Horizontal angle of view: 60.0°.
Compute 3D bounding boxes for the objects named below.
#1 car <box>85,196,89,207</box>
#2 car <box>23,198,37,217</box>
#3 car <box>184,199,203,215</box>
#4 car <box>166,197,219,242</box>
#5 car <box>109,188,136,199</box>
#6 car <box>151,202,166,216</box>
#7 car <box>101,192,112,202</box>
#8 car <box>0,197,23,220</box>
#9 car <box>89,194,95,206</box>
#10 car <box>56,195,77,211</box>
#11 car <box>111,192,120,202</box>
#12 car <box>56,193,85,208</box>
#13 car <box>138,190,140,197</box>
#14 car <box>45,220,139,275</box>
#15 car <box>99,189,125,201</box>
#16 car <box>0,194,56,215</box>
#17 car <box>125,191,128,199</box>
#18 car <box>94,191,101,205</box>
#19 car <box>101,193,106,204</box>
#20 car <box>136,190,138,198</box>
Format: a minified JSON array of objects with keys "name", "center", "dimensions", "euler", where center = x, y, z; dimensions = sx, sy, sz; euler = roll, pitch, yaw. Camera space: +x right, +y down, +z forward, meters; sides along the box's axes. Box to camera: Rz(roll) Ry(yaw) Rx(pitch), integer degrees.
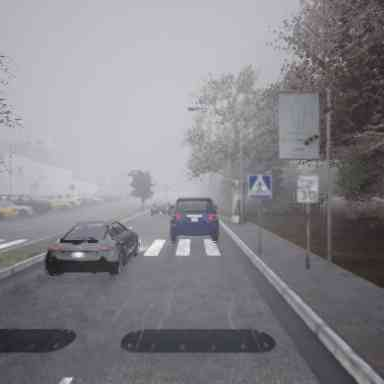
[{"name":"car","center":[-16.842,1.452,44.966],"dimensions":[4.792,1.488,2.163],"euler":[-1,1,-20]},{"name":"car","center":[-16.833,1.548,29.965],"dimensions":[4.674,1.452,2.002],"euler":[-1,0,-20]},{"name":"car","center":[0.109,1.509,34.627],"dimensions":[1.837,1.490,4.892],"euler":[0,0,0]},{"name":"car","center":[0.105,1.236,16.473],"dimensions":[2.150,2.045,5.566],"euler":[0,0,0]},{"name":"car","center":[-16.814,0.728,77.974],"dimensions":[5.566,2.045,2.435],"euler":[-1,1,-20]},{"name":"car","center":[-2.897,1.611,32.971],"dimensions":[1.895,1.301,4.718],"euler":[0,0,0]},{"name":"car","center":[-16.798,1.269,56.990],"dimensions":[5.008,1.535,2.097],"euler":[-1,1,-20]},{"name":"car","center":[-17.004,1.511,26.892],"dimensions":[5.366,1.575,1.946],"euler":[-1,0,-20]},{"name":"car","center":[-16.816,1.434,47.991],"dimensions":[4.674,1.452,2.002],"euler":[-1,0,-20]},{"name":"car","center":[-16.649,1.466,39.039],"dimensions":[5.366,1.575,1.946],"euler":[-1,0,-20]},{"name":"car","center":[-16.774,1.207,63.006],"dimensions":[4.792,1.488,2.163],"euler":[-1,1,-20]},{"name":"car","center":[-16.847,1.199,41.964],"dimensions":[5.566,2.045,2.435],"euler":[-1,1,-20]},{"name":"car","center":[-16.812,0.764,86.987],"dimensions":[4.553,1.767,2.185],"euler":[-1,0,-20]},{"name":"car","center":[-2.897,1.574,10.484],"dimensions":[1.994,1.385,4.181],"euler":[0,0,0]},{"name":"car","center":[-16.777,0.883,66.005],"dimensions":[5.566,2.045,2.435],"euler":[-1,1,-20]},{"name":"car","center":[-16.804,1.252,32.984],"dimensions":[5.566,2.045,2.435],"euler":[-1,0,-20]},{"name":"car","center":[-16.621,1.085,69.060],"dimensions":[5.366,1.575,1.946],"euler":[-1,1,-20]},{"name":"car","center":[-16.843,1.228,50.977],"dimensions":[4.553,1.767,2.185],"euler":[-1,1,-20]},{"name":"car","center":[-16.811,1.353,53.990],"dimensions":[4.674,1.452,2.002],"euler":[-1,1,-20]},{"name":"car","center":[-16.752,0.790,84.002],"dimensions":[4.553,1.767,2.185],"euler":[-1,1,-20]}]
